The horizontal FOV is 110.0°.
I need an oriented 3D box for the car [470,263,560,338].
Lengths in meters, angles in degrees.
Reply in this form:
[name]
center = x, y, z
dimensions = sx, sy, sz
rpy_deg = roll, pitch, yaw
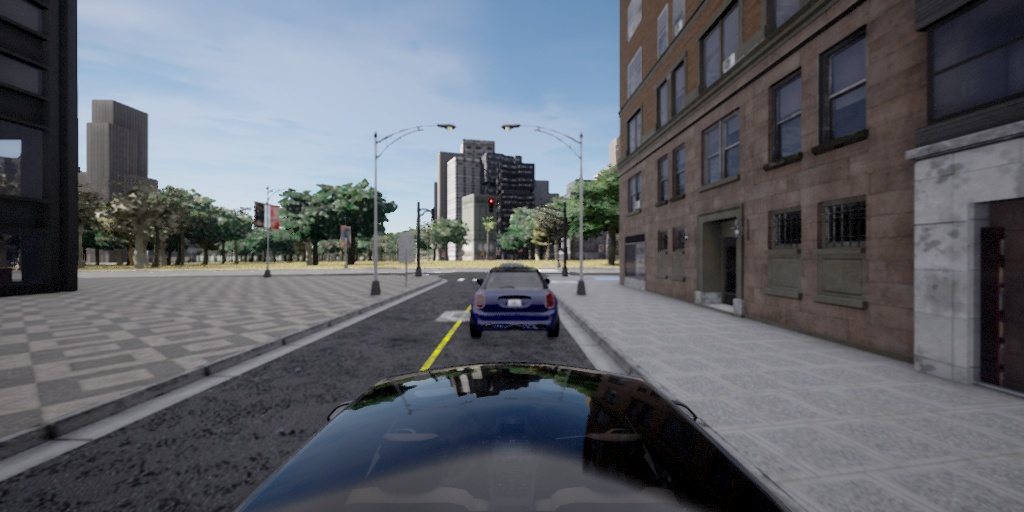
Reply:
[car]
center = 0.046, 1.050, 10.160
dimensions = 2.097, 1.767, 4.553
rpy_deg = 0, 0, 0
